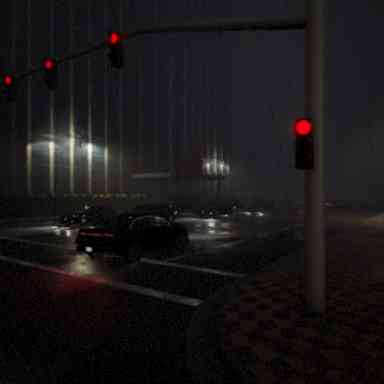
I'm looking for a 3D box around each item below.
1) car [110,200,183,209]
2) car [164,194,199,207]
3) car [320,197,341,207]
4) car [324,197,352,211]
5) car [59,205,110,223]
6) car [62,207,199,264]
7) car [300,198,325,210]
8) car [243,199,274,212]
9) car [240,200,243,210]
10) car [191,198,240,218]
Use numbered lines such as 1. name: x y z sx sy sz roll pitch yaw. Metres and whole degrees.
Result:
1. car: -3.044 1.540 23.282 1.837 1.490 4.892 0 0 35
2. car: -1.242 1.264 31.982 2.150 2.045 5.566 0 0 35
3. car: 21.889 1.517 52.522 2.128 1.511 4.902 0 0 35
4. car: 18.738 1.565 41.906 2.033 1.411 5.357 0 0 35
5. car: -7.177 1.607 23.477 1.994 1.385 4.181 0 0 35
6. car: -1.927 1.510 12.159 2.128 1.511 4.902 -1 0 29
7. car: 15.582 1.518 43.491 2.128 1.511 4.902 0 0 35
8. car: 8.211 1.560 39.362 1.812 1.442 4.674 0 0 35
9. car: 4.767 1.534 40.552 2.128 1.511 4.902 0 0 35
10. car: 2.301 1.539 30.933 1.837 1.490 4.892 0 0 35
